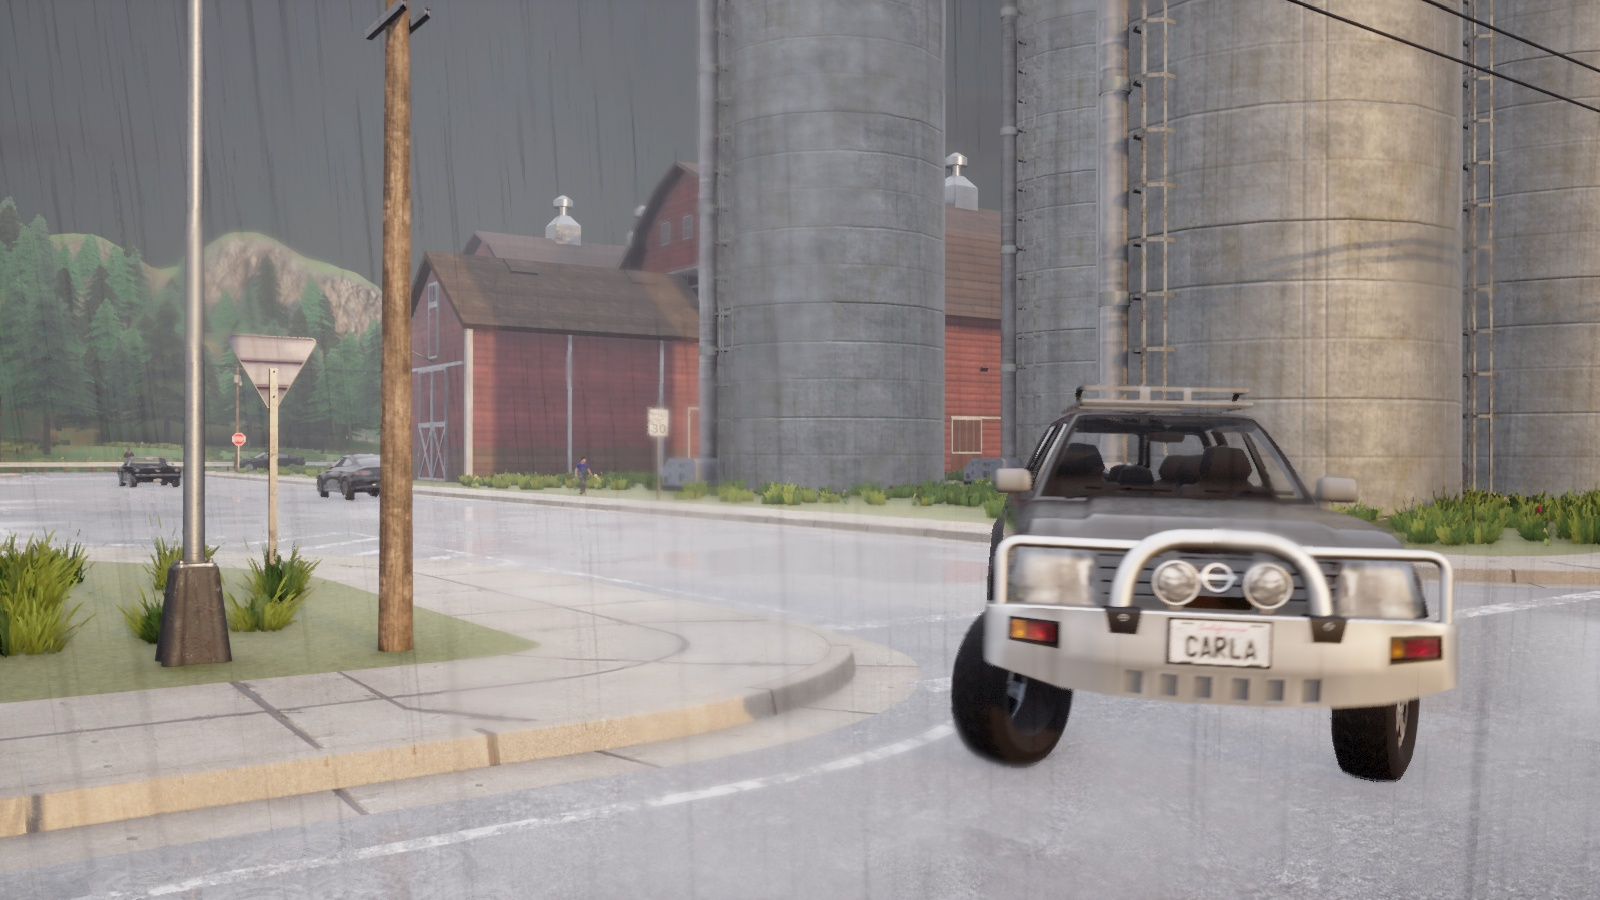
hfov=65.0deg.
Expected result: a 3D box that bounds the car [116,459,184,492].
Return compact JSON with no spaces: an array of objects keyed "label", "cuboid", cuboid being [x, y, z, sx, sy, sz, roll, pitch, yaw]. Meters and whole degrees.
[{"label":"car","cuboid":[-27.450,1.033,52.969,1.895,1.301,4.718,0,0,-36]}]

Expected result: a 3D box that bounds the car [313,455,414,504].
[{"label":"car","cuboid":[-14.048,0.899,40.275,1.812,1.442,4.674,0,0,-36]}]

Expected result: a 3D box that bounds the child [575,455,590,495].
[{"label":"child","cuboid":[-6.895,0.787,39.786,0.270,1.263,0.437,0,0,-42]}]

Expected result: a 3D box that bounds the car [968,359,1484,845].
[{"label":"car","cuboid":[2.025,0.575,7.264,1.932,1.855,4.605,1,0,9]}]
